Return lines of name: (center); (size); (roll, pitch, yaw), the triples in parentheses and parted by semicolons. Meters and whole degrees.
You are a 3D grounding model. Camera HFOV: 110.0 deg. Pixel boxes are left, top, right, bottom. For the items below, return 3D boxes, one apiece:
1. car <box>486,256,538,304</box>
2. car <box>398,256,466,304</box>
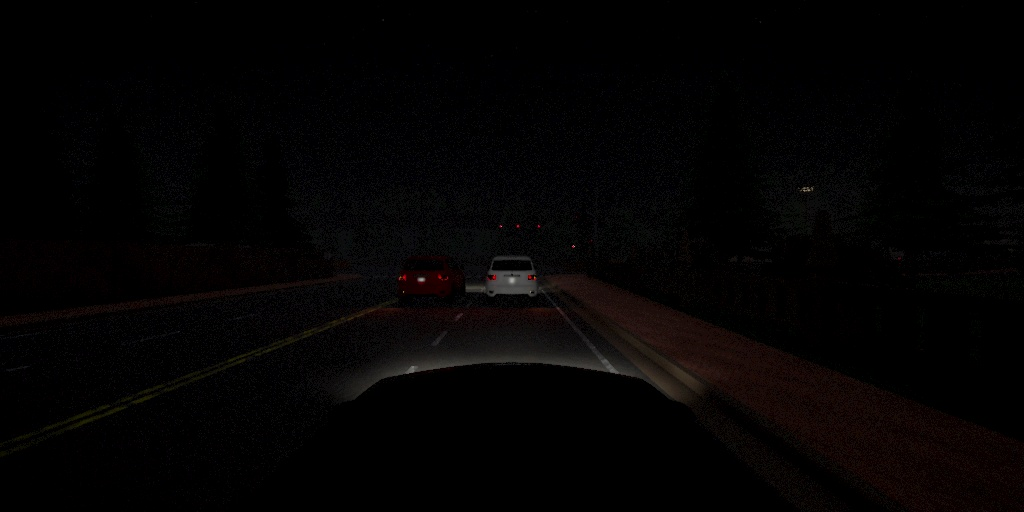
car: (0.000, 1.006, 16.530); (2.150, 2.045, 5.566); (0, 0, 0)
car: (-3.500, 1.006, 16.530); (2.150, 2.045, 5.566); (0, 0, 0)
